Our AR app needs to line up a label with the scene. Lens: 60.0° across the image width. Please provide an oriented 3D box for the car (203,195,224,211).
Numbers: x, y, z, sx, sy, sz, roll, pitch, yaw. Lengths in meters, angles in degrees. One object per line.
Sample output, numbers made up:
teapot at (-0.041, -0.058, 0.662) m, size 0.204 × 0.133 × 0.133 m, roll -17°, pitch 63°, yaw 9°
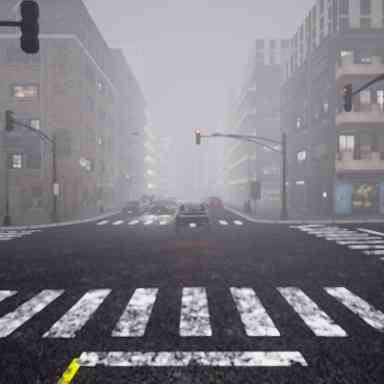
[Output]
car at (2.609, 1.326, 38.718) m, size 1.967 × 1.590 × 4.097 m, roll 0°, pitch 0°, yaw 0°

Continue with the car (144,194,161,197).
car at (-5.783, 1.185, 44.380) m, size 2.192 × 1.841 × 5.009 m, roll 0°, pitch 0°, yaw 0°

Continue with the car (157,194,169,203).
car at (-5.830, 1.252, 67.111) m, size 1.967 × 1.590 × 4.097 m, roll 0°, pitch 0°, yaw 0°

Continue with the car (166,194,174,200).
car at (-5.877, 1.310, 89.840) m, size 2.008 × 1.369 × 4.403 m, roll 0°, pitch 0°, yaw 0°

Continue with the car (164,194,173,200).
car at (-5.865, 1.323, 84.157) m, size 2.008 × 1.369 × 4.403 m, roll 0°, pitch 0°, yaw 0°

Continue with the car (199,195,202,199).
car at (2.574, 1.422, 55.765) m, size 1.802 × 1.307 × 4.206 m, roll 0°, pitch 0°, yaw 0°

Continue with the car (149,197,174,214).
car at (-3.168, 1.499, 34.140) m, size 1.895 × 1.301 × 4.718 m, roll 0°, pitch 0°, yaw 0°

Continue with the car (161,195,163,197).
car at (-5.794, 1.381, 49.893) m, size 1.752 × 1.417 × 4.829 m, roll 0°, pitch 0°, yaw 0°

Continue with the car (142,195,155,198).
car at (-5.770, 1.412, 38.529) m, size 1.752 × 1.417 × 4.829 m, roll 0°, pitch 0°, yaw 0°

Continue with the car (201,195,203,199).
car at (2.598, 1.310, 44.400) m, size 1.967 × 1.590 × 4.097 m, roll 0°, pitch 0°, yaw 0°

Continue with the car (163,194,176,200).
car at (-3.186, 1.400, 51.268) m, size 2.033 × 1.411 × 5.357 m, roll 0°, pitch 0°, yaw 0°

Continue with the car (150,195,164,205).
car at (-5.806, 1.281, 55.746) m, size 1.967 × 1.590 × 4.097 m, roll 0°, pitch 0°, yaw 0°

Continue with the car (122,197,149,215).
car at (-5.759, 1.468, 33.016) m, size 1.947 × 1.339 × 4.313 m, roll 0°, pitch 0°, yaw 0°

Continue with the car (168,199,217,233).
car at (0.033, 1.398, 18.831) m, size 2.128 × 1.511 × 4.902 m, roll -1°, pitch 0°, yaw 0°
